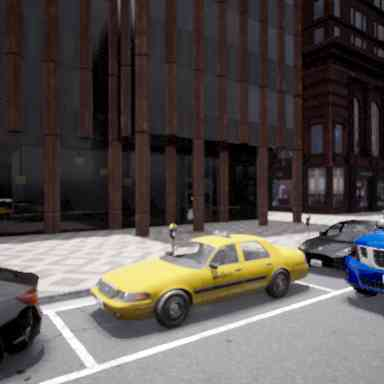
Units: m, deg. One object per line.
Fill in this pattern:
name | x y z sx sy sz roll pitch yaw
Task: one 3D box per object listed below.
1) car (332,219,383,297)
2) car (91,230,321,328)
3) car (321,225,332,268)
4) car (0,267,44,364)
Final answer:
car | 5.775 1.210 7.482 5.566 2.045 2.150 0 0 -35
car | 0.428 1.520 6.947 4.829 1.417 1.752 0 0 -35
car | 5.160 1.554 10.312 4.313 1.339 1.947 0 0 -35
car | -4.027 1.567 3.779 4.313 1.339 1.947 0 0 -35
